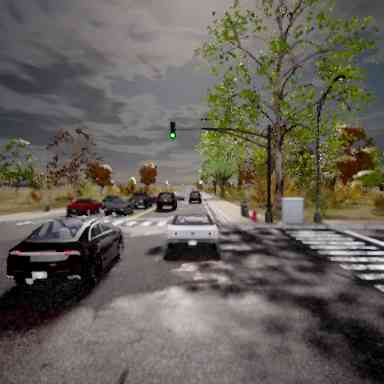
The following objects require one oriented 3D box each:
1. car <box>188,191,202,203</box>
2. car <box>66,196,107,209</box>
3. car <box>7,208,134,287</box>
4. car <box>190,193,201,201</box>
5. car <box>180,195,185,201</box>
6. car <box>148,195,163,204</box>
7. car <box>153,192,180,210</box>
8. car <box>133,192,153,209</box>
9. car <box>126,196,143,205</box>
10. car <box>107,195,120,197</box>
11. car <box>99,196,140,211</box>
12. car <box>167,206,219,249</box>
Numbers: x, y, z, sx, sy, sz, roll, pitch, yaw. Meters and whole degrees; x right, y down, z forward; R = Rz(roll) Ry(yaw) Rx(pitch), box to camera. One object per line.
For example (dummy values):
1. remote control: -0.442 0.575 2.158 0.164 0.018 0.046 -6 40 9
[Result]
1. car: 0.568 0.889 59.059 2.150 2.045 5.566 0 0 1
2. car: -9.751 1.312 30.389 1.882 1.535 5.008 0 0 3
3. car: -3.213 1.476 9.383 2.128 1.511 4.902 0 1 0
4. car: 0.744 1.023 69.447 2.128 1.511 4.902 0 0 1
5. car: -2.491 1.188 70.331 1.895 1.301 4.718 0 0 1
6. car: -6.026 1.251 55.672 1.994 1.385 4.181 0 0 1
7. car: -2.911 1.005 39.701 2.150 2.045 5.566 0 0 1
8. car: -6.309 0.996 41.331 2.150 2.045 5.566 0 0 1
9. car: -9.301 1.295 54.377 1.895 1.301 4.718 0 0 2
10. car: -9.589 1.133 39.848 2.097 1.767 4.553 0 0 1
11. car: -6.504 1.382 30.534 2.033 1.411 5.357 0 0 1
12. car: 0.015 1.507 14.067 1.895 1.301 4.718 0 0 0
